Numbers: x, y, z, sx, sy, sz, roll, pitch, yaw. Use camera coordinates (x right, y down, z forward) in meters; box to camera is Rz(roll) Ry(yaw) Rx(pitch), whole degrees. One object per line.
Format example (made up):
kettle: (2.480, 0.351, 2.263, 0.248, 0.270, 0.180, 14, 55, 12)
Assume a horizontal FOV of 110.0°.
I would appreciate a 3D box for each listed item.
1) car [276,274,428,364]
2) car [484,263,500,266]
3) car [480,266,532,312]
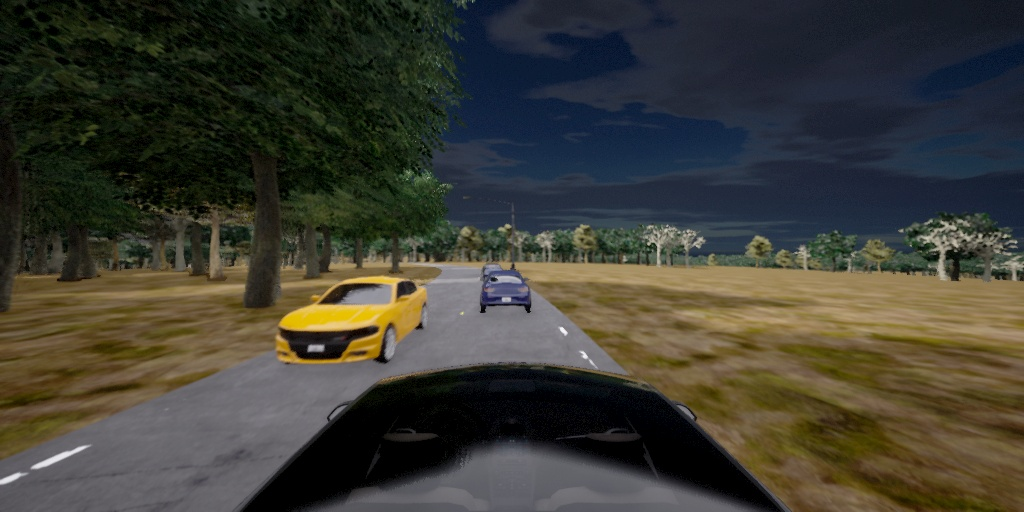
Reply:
car: (-3.254, 1.227, 8.307, 1.882, 1.535, 5.008, 0, 0, -2)
car: (-1.802, 1.349, 32.158, 2.033, 1.411, 5.357, 0, 0, -7)
car: (-0.289, 1.278, 14.134, 1.812, 1.442, 4.674, 0, 0, -3)
